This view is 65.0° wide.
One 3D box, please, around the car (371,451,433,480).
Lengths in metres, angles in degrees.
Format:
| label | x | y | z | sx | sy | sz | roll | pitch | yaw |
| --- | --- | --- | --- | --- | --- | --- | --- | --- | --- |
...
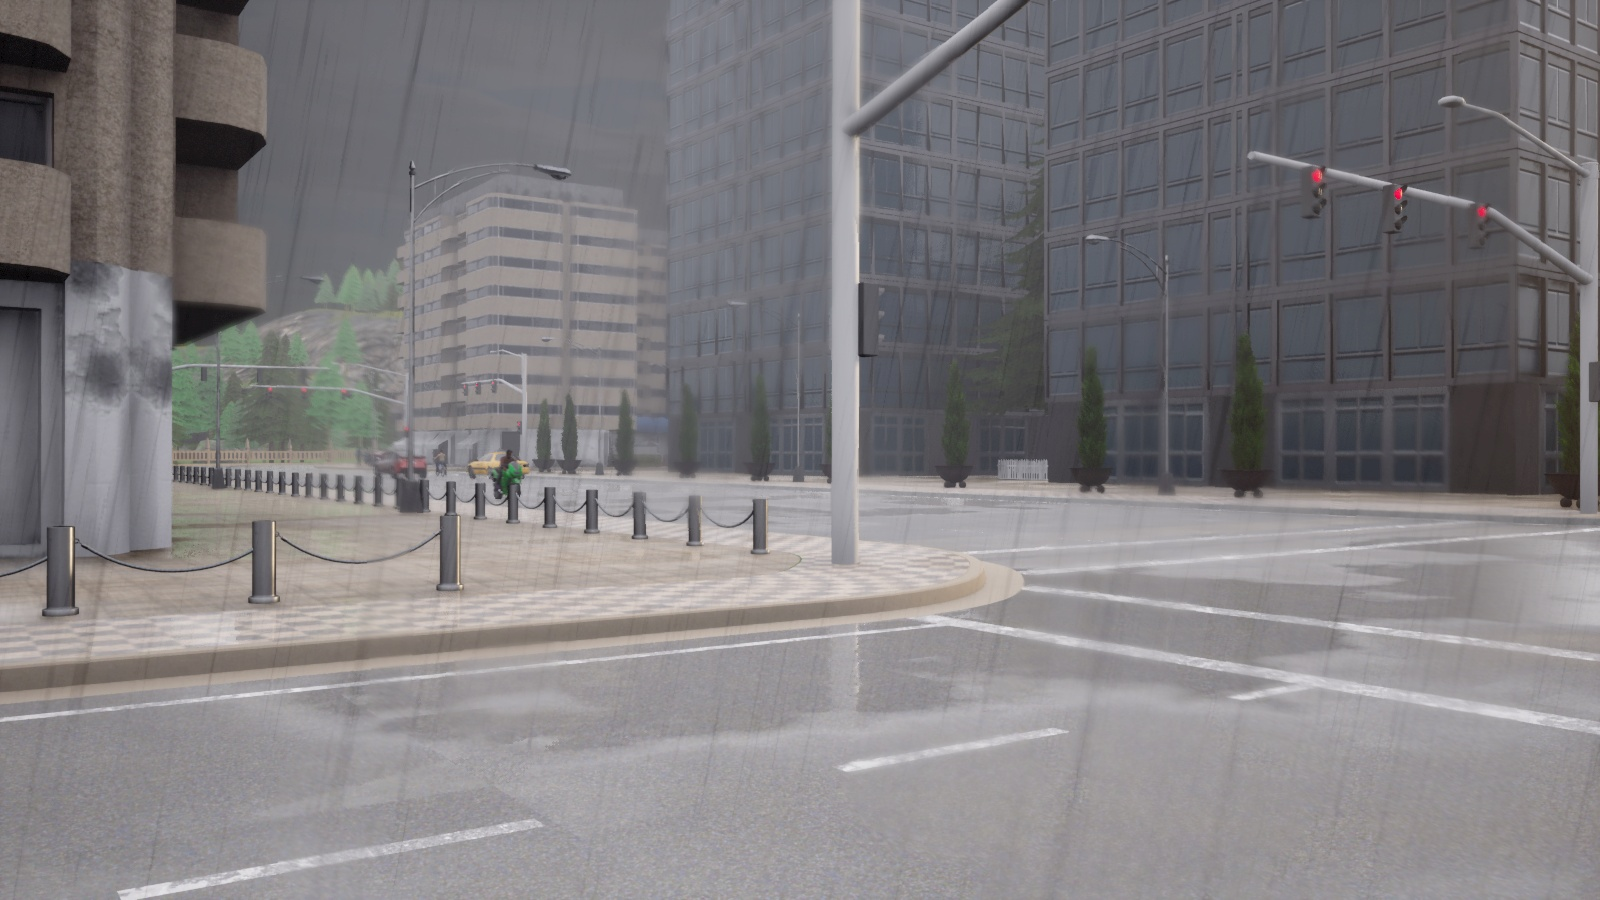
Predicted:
| label | x | y | z | sx | sy | sz | roll | pitch | yaw |
| --- | --- | --- | --- | --- | --- | --- | --- | --- | --- |
| car | -21.780 | 0.850 | 68.660 | 2.007 | 1.525 | 4.514 | 0 | 0 | -34 |

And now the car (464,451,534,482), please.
| label | x | y | z | sx | sy | sz | roll | pitch | yaw |
| --- | --- | --- | --- | --- | --- | --- | --- | --- | --- |
| car | -15.958 | 0.824 | 66.341 | 1.801 | 1.575 | 5.366 | 0 | 0 | -34 |

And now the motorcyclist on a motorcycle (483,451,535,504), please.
| label | x | y | z | sx | sy | sz | roll | pitch | yaw |
| --- | --- | --- | --- | --- | --- | --- | --- | --- | --- |
| motorcyclist on a motorcycle | -8.572 | 0.780 | 36.905 | 0.797 | 1.523 | 2.044 | 0 | 0 | -34 |
